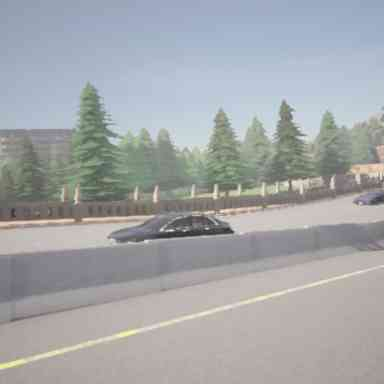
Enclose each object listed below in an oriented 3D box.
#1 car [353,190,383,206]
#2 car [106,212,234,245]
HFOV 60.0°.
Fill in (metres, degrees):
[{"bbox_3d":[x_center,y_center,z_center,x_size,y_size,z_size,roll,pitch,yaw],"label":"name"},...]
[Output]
[{"bbox_3d":[18.951,0.528,34.711,5.357,1.411,2.033,-6,4,-35],"label":"car"},{"bbox_3d":[-0.659,1.521,12.119,4.892,1.490,1.837,1,0,-35],"label":"car"}]
